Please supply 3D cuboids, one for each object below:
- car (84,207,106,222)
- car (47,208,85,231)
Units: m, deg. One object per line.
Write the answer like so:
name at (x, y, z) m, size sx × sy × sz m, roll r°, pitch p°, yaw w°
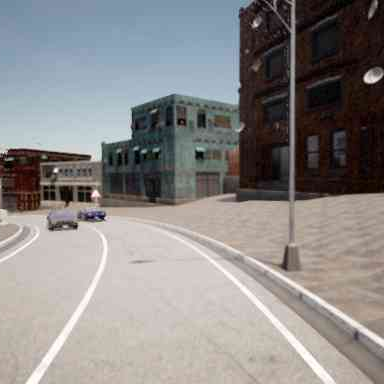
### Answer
car at (-9.994, 2.133, 32.465) m, size 1.895 × 1.301 × 4.718 m, roll -2°, pitch -1°, yaw -33°
car at (-9.403, 1.944, 24.034) m, size 2.033 × 1.411 × 5.357 m, roll -2°, pitch -1°, yaw -26°
